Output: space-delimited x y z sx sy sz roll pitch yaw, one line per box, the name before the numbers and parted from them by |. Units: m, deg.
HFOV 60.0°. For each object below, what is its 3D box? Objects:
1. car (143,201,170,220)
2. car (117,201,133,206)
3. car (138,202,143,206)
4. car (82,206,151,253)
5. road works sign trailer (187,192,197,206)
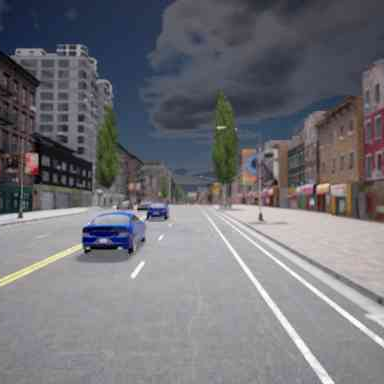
car | -3.135 1.752 31.590 1.882 1.535 5.008 0 -1 0
car | -9.796 2.047 48.928 1.812 1.442 4.674 0 -1 0
car | -6.551 2.037 47.021 2.033 1.411 5.357 0 -1 0
car | -3.144 1.589 14.253 1.882 1.535 5.008 0 0 0
road works sign trailer | 0.043 1.740 83.293 2.380 3.560 2.880 0 -2 0
